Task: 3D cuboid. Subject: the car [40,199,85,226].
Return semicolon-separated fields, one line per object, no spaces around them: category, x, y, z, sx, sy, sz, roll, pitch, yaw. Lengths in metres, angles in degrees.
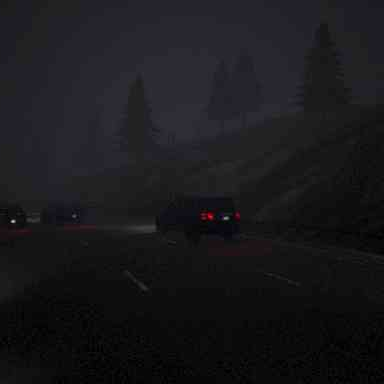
car;-9.341;1.473;23.820;1.882;1.535;5.008;0;-1;-40

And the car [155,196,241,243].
car;0.114;1.219;16.586;2.150;2.045;5.566;0;0;-30

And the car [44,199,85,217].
car;-12.395;1.495;32.160;4.892;1.490;1.837;-1;-1;44

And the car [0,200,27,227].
car;-12.276;1.499;21.825;1.837;1.490;4.892;0;0;-40
